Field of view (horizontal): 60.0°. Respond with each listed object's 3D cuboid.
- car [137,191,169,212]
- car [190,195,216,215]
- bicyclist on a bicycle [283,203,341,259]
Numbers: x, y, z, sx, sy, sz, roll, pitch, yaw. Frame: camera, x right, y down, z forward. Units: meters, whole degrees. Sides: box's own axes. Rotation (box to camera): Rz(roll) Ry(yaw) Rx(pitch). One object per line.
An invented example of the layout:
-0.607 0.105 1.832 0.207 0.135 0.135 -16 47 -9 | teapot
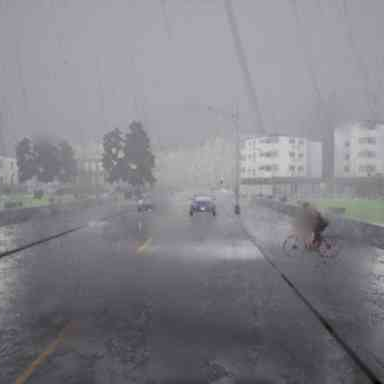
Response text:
-3.193 0.759 27.848 2.097 1.767 4.553 0 1 2 | car
0.834 0.931 25.493 1.812 1.442 4.674 0 1 2 | car
3.466 1.130 9.610 1.656 1.620 0.582 0 1 2 | bicyclist on a bicycle
